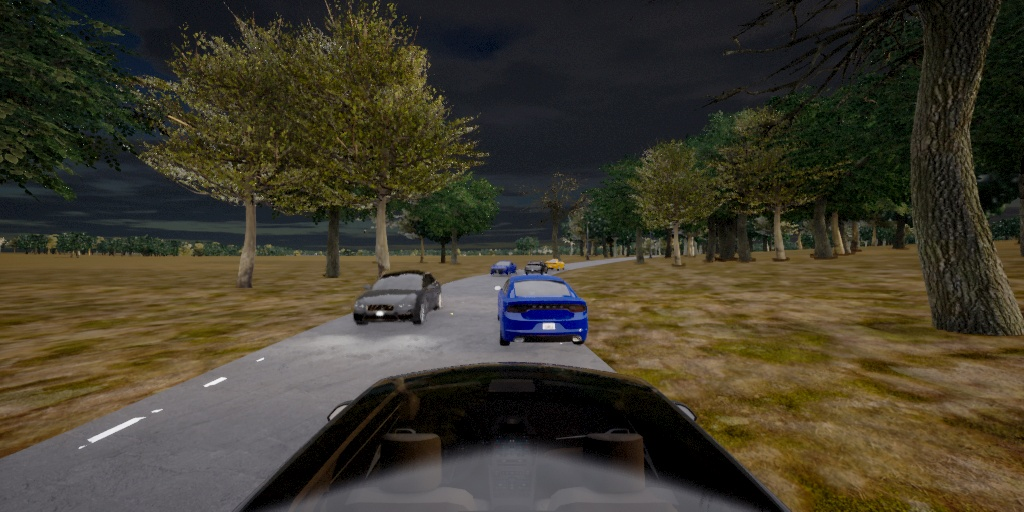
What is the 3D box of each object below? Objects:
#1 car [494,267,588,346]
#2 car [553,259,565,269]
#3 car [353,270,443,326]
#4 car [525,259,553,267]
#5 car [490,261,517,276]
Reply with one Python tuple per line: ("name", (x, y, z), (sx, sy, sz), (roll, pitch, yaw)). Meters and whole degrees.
("car", (0.577, 1.228, 9.513), (1.882, 1.535, 5.008), (0, 0, -3))
("car", (5.775, 1.149, 48.374), (1.882, 1.535, 5.008), (0, 1, 21))
("car", (-3.501, 1.254, 11.784), (1.837, 1.490, 4.892), (0, 0, -1))
("car", (2.680, 1.234, 38.481), (2.128, 1.511, 4.902), (0, 0, 15))
("car", (-0.807, 1.227, 37.079), (1.882, 1.535, 5.008), (0, 0, 14))
